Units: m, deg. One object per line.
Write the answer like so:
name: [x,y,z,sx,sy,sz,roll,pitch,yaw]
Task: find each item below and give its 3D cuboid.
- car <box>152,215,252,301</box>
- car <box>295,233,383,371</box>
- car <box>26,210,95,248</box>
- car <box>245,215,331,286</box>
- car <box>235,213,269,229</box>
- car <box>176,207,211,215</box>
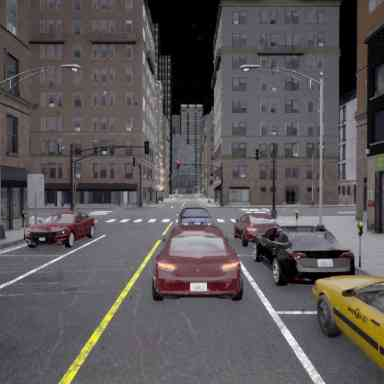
car: [0.103,1.524,8.210,1.812,1.442,4.674,0,0,0]
car: [2.868,1.524,3.825,1.752,1.417,4.829,-1,0,0]
car: [-5.671,1.540,14.828,1.887,1.381,4.507,-1,0,0]
car: [2.871,1.563,9.241,1.947,1.339,4.313,-1,0,0]
car: [2.874,1.578,14.827,1.802,1.307,4.206,-1,0,0]
car: [0.141,1.542,18.231,2.033,1.411,5.357,0,0,-3]
